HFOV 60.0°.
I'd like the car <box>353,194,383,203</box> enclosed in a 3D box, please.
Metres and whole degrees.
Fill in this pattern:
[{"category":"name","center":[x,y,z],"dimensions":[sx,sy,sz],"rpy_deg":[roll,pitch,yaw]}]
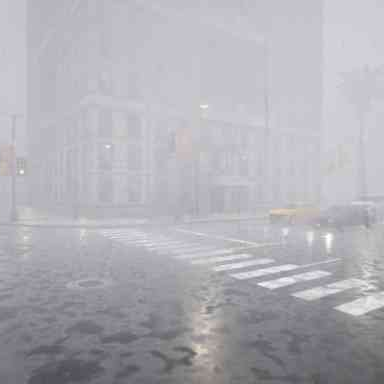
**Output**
[{"category":"car","center":[15.940,1.220,29.526],"dimensions":[5.566,2.045,2.150],"rpy_deg":[0,0,-34]}]

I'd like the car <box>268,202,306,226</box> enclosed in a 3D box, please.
[{"category":"car","center":[7.559,1.477,23.750],"dimensions":[5.008,1.535,1.882],"rpy_deg":[0,0,-35]}]

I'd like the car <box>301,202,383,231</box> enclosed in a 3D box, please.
[{"category":"car","center":[9.538,1.547,20.868],"dimensions":[5.357,1.411,2.033],"rpy_deg":[0,0,-35]}]
